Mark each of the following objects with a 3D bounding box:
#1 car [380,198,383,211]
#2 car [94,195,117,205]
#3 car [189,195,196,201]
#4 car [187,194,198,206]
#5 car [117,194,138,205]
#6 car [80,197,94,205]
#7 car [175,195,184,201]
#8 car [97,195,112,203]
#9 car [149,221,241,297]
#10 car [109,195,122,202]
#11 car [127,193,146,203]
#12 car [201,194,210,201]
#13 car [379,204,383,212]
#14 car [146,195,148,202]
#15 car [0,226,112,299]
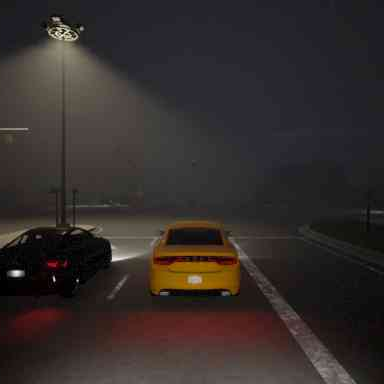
[{"bbox_3d":[25.512,1.505,39.884,4.892,1.490,1.837,0,0,-1],"label":"car"},{"bbox_3d":[-15.003,1.564,57.764,1.994,1.385,4.181,0,0,0],"label":"car"},{"bbox_3d":[0.111,1.491,87.057,1.837,1.490,4.892,0,0,0],"label":"car"},{"bbox_3d":[0.072,1.526,56.447,1.812,1.442,4.674,0,0,0],"label":"car"},{"bbox_3d":[-11.499,1.547,58.964,2.033,1.411,5.357,0,0,0],"label":"car"},{"bbox_3d":[-18.484,1.601,59.747,1.895,1.301,4.718,0,0,0],"label":"car"},{"bbox_3d":[-3.388,1.517,87.478,1.812,1.442,4.674,0,0,0],"label":"car"},{"bbox_3d":[-18.411,1.500,69.897,1.837,1.490,4.892,0,0,0],"label":"car"},{"bbox_3d":[0.076,1.478,8.651,1.882,1.535,5.008,0,0,0],"label":"car"},{"bbox_3d":[-18.398,1.500,80.076,1.837,1.490,4.892,0,0,0],"label":"car"},{"bbox_3d":[-11.418,1.352,68.082,2.097,1.767,4.553,0,0,0],"label":"car"},{"bbox_3d":[3.612,1.588,87.499,1.895,1.301,4.718,0,0,0],"label":"car"},{"bbox_3d":[22.827,1.564,36.359,4.181,1.385,1.994,0,0,-1],"label":"car"},{"bbox_3d":[-11.400,1.500,78.256,1.837,1.490,4.892,0,0,0],"label":"car"},{"bbox_3d":[-3.425,1.564,8.522,1.994,1.385,4.181,0,0,0],"label":"car"}]
